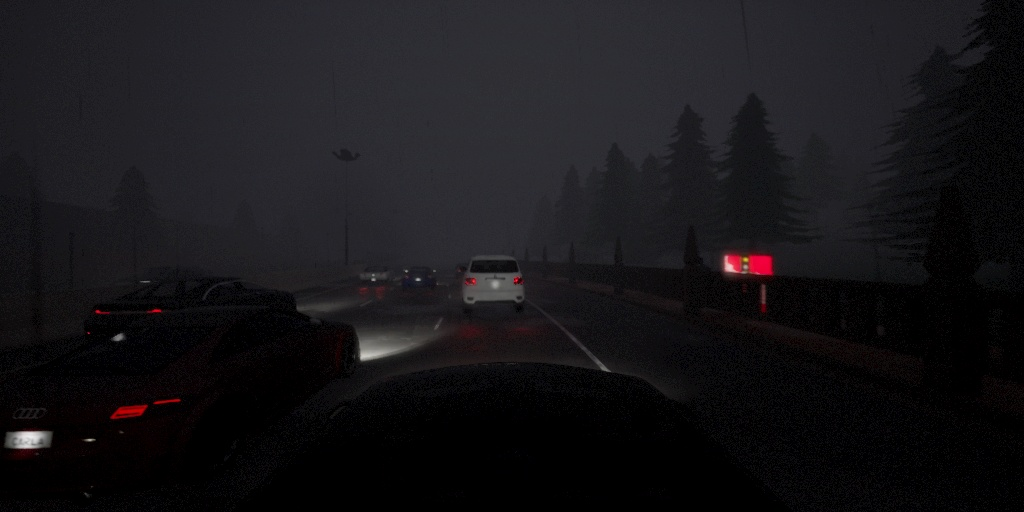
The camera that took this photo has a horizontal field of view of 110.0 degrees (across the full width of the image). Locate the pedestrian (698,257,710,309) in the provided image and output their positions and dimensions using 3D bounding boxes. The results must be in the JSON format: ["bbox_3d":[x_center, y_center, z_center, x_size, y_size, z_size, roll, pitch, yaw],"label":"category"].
[{"bbox_3d":[6.473,0.882,12.238,0.375,1.860,0.375,0,0,-6],"label":"pedestrian"}]

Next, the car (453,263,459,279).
[{"bbox_3d":[-4.423,1.347,33.569,2.033,1.411,5.357,0,0,-12],"label":"car"}]

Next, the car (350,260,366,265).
[{"bbox_3d":[-23.539,1.390,55.153,1.837,1.490,4.892,0,0,-12],"label":"car"}]

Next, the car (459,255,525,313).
[{"bbox_3d":[-0.859,0.988,14.337,2.150,2.045,5.566,0,0,-7],"label":"car"}]

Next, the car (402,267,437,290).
[{"bbox_3d":[-5.846,1.356,22.885,1.994,1.385,4.181,0,0,-11],"label":"car"}]

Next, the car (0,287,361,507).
[{"bbox_3d":[-3.622,1.329,4.656,1.994,1.385,4.181,0,0,-2],"label":"car"}]

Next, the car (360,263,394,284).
[{"bbox_3d":[-10.380,1.413,27.885,1.895,1.301,4.718,0,0,-12],"label":"car"}]

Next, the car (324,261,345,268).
[{"bbox_3d":[-27.315,1.500,56.144,1.895,1.301,4.718,0,0,-12],"label":"car"}]

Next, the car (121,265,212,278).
[{"bbox_3d":[-19.701,1.327,20.188,2.128,1.511,4.902,0,0,-11],"label":"car"}]

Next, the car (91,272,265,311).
[{"bbox_3d":[-7.364,1.273,8.965,2.128,1.511,4.902,0,0,-4],"label":"car"}]

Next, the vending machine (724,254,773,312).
[{"bbox_3d":[7.438,0.932,11.327,1.100,2.100,0.880,0,0,-5],"label":"vending machine"}]
